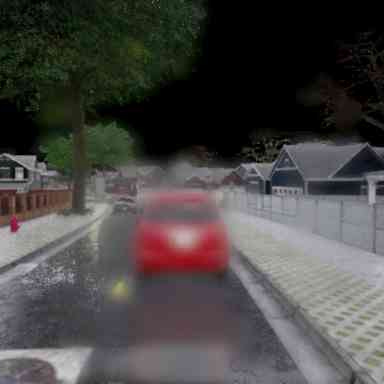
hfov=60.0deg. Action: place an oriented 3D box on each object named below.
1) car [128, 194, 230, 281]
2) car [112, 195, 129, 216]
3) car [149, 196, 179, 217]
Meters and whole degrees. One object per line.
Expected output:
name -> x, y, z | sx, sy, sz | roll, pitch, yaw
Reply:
car -> -0.323, 1.052, 9.513 | 2.150, 2.045, 5.566 | 0, 1, -4
car -> -5.298, 1.043, 26.762 | 1.837, 1.490, 4.892 | 0, 1, -10
car -> -2.396, 1.070, 27.101 | 2.033, 1.411, 5.357 | 0, 1, -9
